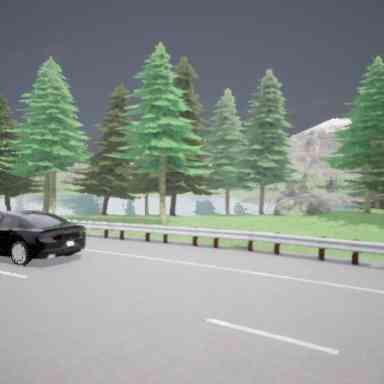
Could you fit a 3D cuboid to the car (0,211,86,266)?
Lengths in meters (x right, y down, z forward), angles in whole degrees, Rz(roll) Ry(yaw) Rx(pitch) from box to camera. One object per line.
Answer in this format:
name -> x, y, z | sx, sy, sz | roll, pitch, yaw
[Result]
car -> -5.795, 1.360, 11.050 | 5.008, 1.535, 1.882 | 1, 0, 28
